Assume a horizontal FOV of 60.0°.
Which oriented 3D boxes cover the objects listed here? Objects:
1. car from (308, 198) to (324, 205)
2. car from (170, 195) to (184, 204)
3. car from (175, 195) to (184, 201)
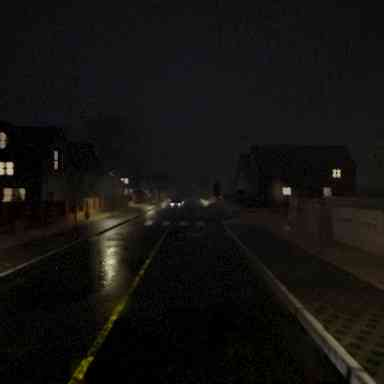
[{"bbox_3d":[11.373,1.211,27.348,4.902,1.511,2.128,-1,0,0],"label":"car"},{"bbox_3d":[-2.812,1.353,59.466,2.033,1.411,5.357,0,0,1],"label":"car"},{"bbox_3d":[-2.787,1.340,74.691,1.812,1.442,4.674,0,0,0],"label":"car"}]
